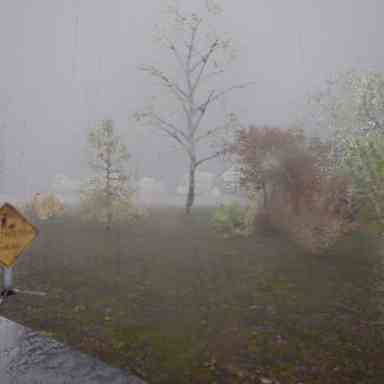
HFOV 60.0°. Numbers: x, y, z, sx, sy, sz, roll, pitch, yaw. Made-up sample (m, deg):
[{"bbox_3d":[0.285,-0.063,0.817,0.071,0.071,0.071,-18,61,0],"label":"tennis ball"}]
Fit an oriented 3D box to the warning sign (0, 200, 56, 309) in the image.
[{"bbox_3d":[-3.574,1.120,6.461,1.060,1.860,1.300,-2,0,36],"label":"warning sign"}]
